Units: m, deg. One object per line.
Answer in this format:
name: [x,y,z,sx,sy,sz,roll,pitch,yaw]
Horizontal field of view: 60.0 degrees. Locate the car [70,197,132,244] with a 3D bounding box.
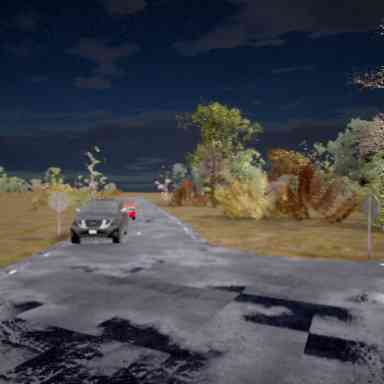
car: [-4.496,1.366,16.907,2.150,2.045,5.566,1,-1,-6]

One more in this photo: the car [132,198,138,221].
car: [-6.232,1.503,30.690,2.150,2.045,5.566,1,-1,-9]

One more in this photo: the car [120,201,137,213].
car: [-8.157,1.955,42.865,1.994,1.385,4.181,1,-1,-10]
